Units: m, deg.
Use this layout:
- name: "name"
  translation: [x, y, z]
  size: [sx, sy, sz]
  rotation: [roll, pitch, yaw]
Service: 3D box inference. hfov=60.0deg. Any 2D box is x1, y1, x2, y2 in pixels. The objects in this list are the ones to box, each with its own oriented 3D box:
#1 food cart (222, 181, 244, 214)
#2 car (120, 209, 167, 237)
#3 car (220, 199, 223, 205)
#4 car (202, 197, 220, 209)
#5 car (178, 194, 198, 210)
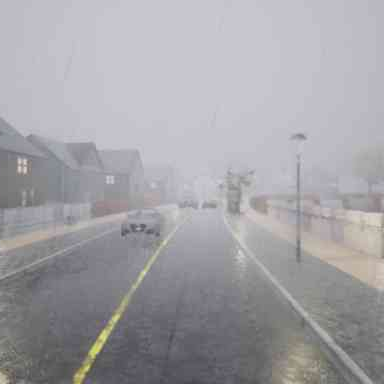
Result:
- name: "food cart"
  translation: [4.579, 0.574, 37.825]
  size: [2.280, 3.560, 4.660]
  rotation: [1, 1, 5]
- name: "car"
  translation: [-2.534, 1.604, 18.198]
  size: [1.994, 1.385, 4.181]
  rotation: [0, 0, 3]
- name: "car"
  translation: [4.139, 1.648, 58.606]
  size: [1.882, 1.535, 5.008]
  rotation: [0, 0, 16]
- name: "car"
  translation: [2.657, 1.739, 48.002]
  size: [1.895, 1.301, 4.718]
  rotation: [0, 0, 8]
- name: "car"
  translation: [-0.445, 1.351, 45.752]
  size: [2.150, 2.045, 5.566]
  rotation: [0, -1, 7]
